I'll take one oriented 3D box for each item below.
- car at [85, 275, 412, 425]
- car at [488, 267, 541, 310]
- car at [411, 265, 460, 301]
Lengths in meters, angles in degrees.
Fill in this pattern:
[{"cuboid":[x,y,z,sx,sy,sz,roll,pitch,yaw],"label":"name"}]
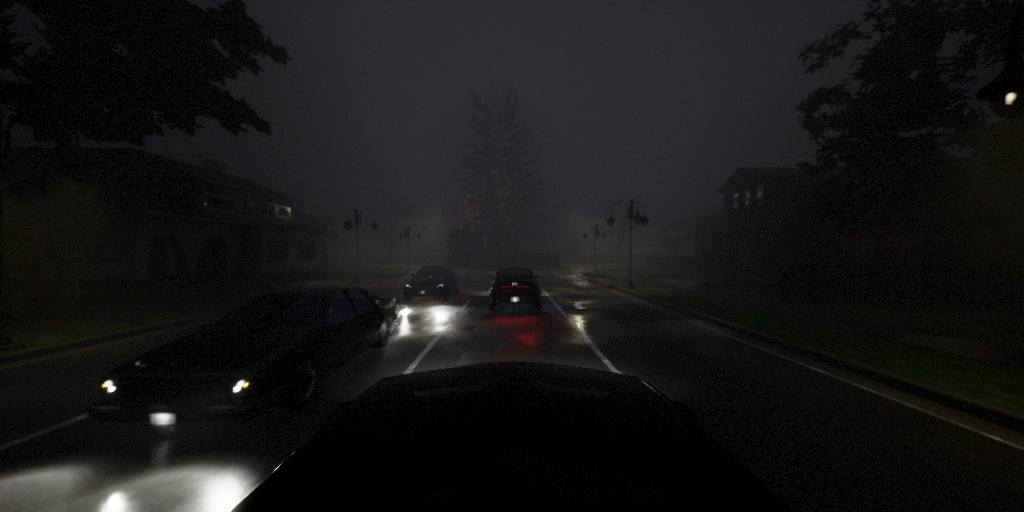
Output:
[{"cuboid":[-3.594,1.264,6.336,2.033,1.411,5.357,0,0,0],"label":"car"},{"cuboid":[0.101,1.159,14.218,1.837,1.490,4.892,0,0,0],"label":"car"},{"cuboid":[-3.552,1.163,16.652,1.812,1.442,4.674,0,0,0],"label":"car"}]
